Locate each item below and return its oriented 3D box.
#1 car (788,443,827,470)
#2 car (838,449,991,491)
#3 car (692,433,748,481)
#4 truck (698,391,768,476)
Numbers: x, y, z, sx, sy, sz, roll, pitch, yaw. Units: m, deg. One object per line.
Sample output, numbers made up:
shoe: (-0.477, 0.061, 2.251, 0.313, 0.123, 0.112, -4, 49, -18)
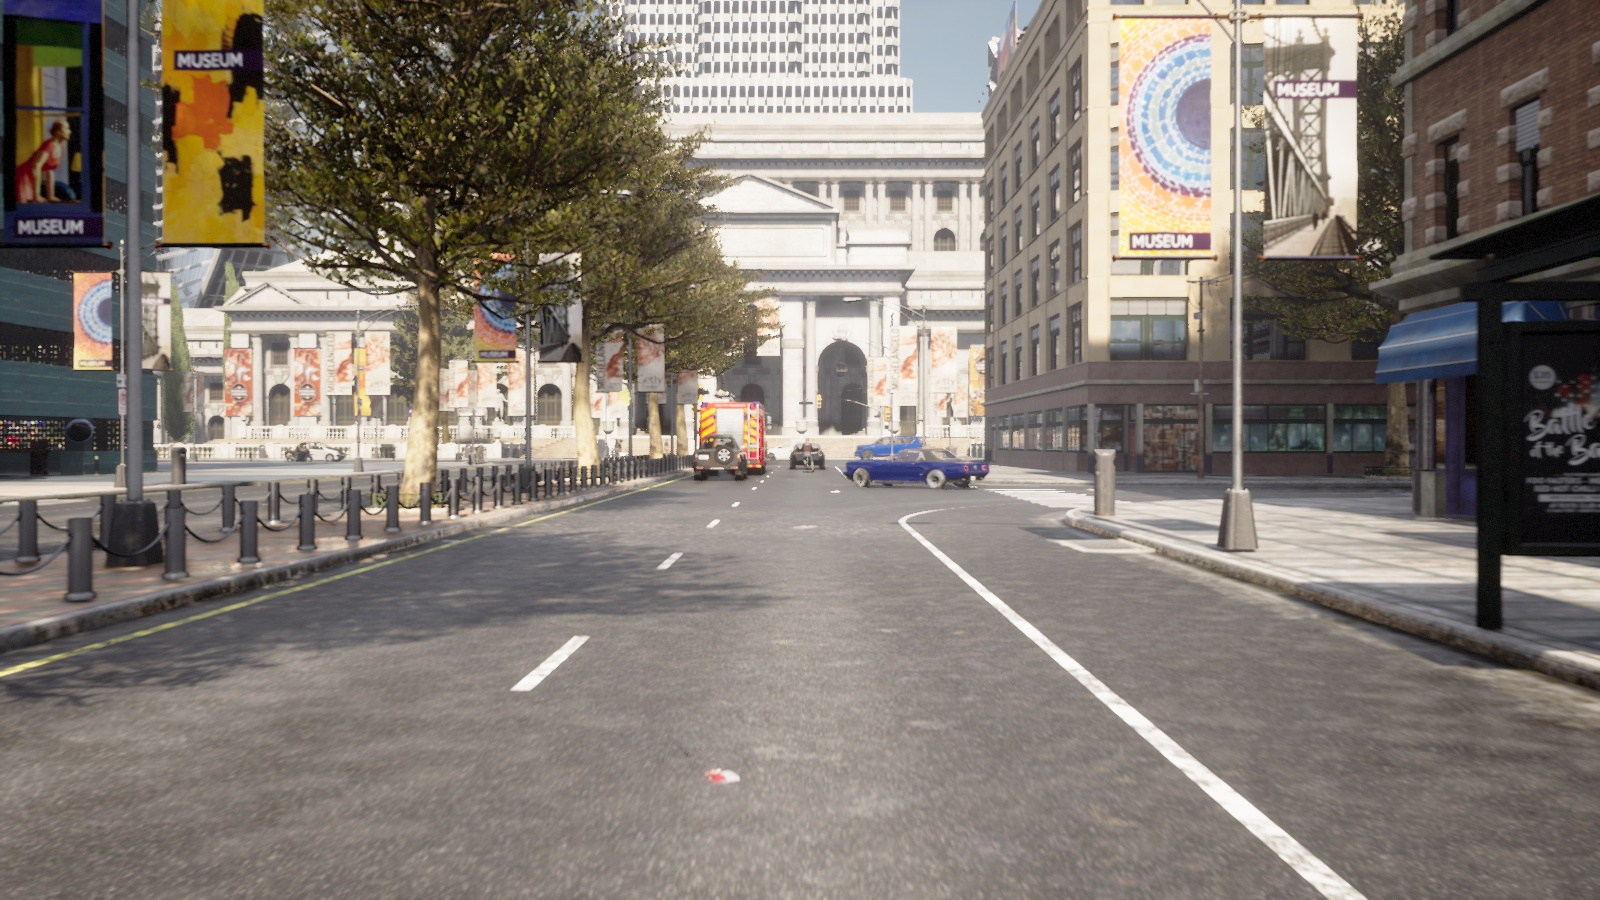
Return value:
car: (0.418, 0.346, 71.111, 2.163, 1.488, 4.792, 0, 0, 0)
car: (3.732, 0.616, 41.426, 4.718, 1.301, 1.895, 0, 0, 37)
car: (-3.197, 0.272, 50.836, 1.932, 1.855, 4.605, 0, 0, 1)
truck: (-3.139, -0.764, 60.841, 2.891, 3.827, 8.468, 0, 0, 0)
